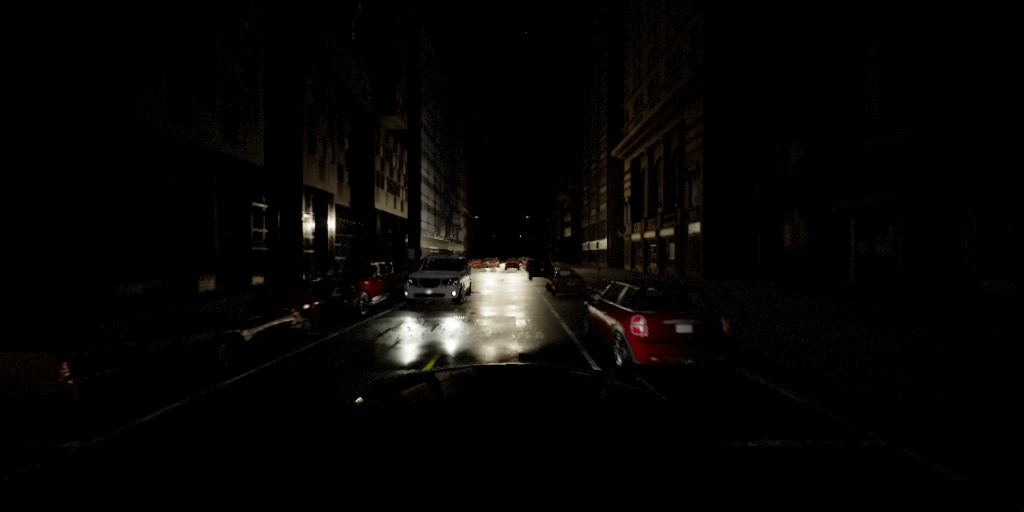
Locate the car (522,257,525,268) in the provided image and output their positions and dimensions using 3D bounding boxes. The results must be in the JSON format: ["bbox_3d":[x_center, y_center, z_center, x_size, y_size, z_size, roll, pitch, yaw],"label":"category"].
[{"bbox_3d":[2.775,1.060,46.897,2.192,1.841,5.009,0,0,0],"label":"car"}]

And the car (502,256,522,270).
[{"bbox_3d":[0.034,1.097,50.898,2.097,1.767,4.553,0,0,0],"label":"car"}]

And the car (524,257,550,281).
[{"bbox_3d":[2.395,1.096,30.399,2.097,1.767,4.553,0,0,0],"label":"car"}]

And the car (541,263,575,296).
[{"bbox_3d":[2.767,1.270,19.059,1.751,1.417,4.829,0,0,0],"label":"car"}]

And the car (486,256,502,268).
[{"bbox_3d":[-3.035,1.101,58.626,2.097,1.767,4.553,0,0,1],"label":"car"}]

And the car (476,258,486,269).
[{"bbox_3d":[-5.748,1.294,58.092,1.888,1.381,4.507,0,0,0],"label":"car"}]

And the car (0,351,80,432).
[{"bbox_3d":[-5.763,1.275,1.901,1.751,1.417,4.829,0,0,0],"label":"car"}]

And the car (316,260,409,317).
[{"bbox_3d":[-5.760,1.061,13.275,2.192,1.841,5.009,0,0,0],"label":"car"}]

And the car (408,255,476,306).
[{"bbox_3d":[-3.094,0.966,16.116,2.150,2.045,5.566,0,0,0],"label":"car"}]

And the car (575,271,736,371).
[{"bbox_3d":[2.764,1.188,7.685,1.967,1.591,4.097,0,0,0],"label":"car"}]

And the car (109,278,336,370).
[{"bbox_3d":[-5.761,1.330,7.673,1.802,1.307,4.207,0,0,0],"label":"car"}]
